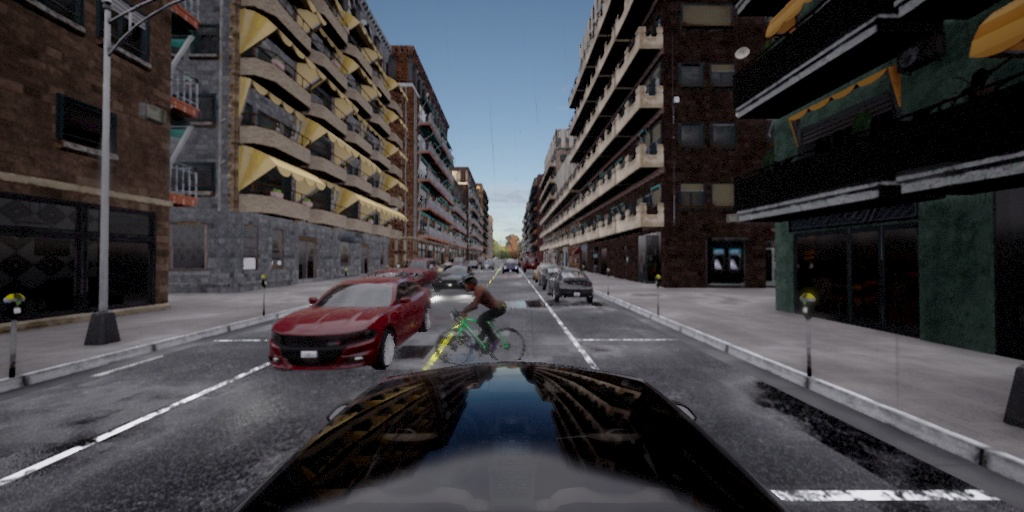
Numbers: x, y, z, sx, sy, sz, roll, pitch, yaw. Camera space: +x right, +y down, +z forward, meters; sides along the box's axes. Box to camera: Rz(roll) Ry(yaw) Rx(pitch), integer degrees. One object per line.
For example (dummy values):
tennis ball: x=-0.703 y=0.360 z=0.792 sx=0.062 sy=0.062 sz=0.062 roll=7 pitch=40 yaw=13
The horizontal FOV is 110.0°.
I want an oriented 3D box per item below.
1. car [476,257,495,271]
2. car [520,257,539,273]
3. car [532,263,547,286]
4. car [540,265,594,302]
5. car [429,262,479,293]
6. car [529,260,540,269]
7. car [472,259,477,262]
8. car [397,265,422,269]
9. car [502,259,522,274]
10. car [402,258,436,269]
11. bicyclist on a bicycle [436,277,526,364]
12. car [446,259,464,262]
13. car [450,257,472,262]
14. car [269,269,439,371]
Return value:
car: x=-3.427 y=1.254 z=50.700 sx=2.128 sy=1.511 sz=4.902 roll=0 pitch=0 yaw=0
car: x=2.402 y=1.074 z=44.474 sx=2.192 sy=1.841 sz=5.009 roll=0 pitch=0 yaw=0
car: x=2.560 y=1.303 z=22.203 sx=2.007 sy=1.370 sz=4.403 roll=0 pitch=0 yaw=0
car: x=2.599 y=1.302 z=16.636 sx=2.007 sy=1.370 sz=4.403 roll=0 pitch=0 yaw=0
car: x=-3.211 y=1.259 z=20.909 sx=1.837 sy=1.490 sz=4.892 roll=0 pitch=0 yaw=0
car: x=2.520 y=1.279 z=27.941 sx=1.751 sy=1.417 sz=4.829 roll=0 pitch=0 yaw=0
car: x=-6.057 y=1.330 z=55.585 sx=1.948 sy=1.339 sz=4.313 roll=0 pitch=0 yaw=0
car: x=-5.782 y=1.297 z=16.610 sx=1.888 sy=1.381 sz=4.507 roll=0 pitch=0 yaw=0
car: x=-0.168 y=1.359 z=41.763 sx=1.895 sy=1.301 sz=4.718 roll=0 pitch=0 yaw=0
car: x=-5.821 y=1.067 z=22.178 sx=2.192 sy=1.841 sz=5.009 roll=0 pitch=0 yaw=0
bicyclist on a bicycle: x=-0.578 y=1.203 z=6.566 sx=1.656 sy=1.620 sz=0.582 roll=-1 pitch=0 yaw=0
car: x=-5.899 y=1.281 z=33.143 sx=1.751 sy=1.417 sz=4.829 roll=0 pitch=0 yaw=0
car: x=-5.939 y=1.072 z=38.881 sx=2.192 sy=1.841 sz=5.009 roll=0 pitch=0 yaw=0
car: x=-3.126 y=1.228 z=7.988 sx=1.882 sy=1.535 sz=5.008 roll=0 pitch=0 yaw=0
